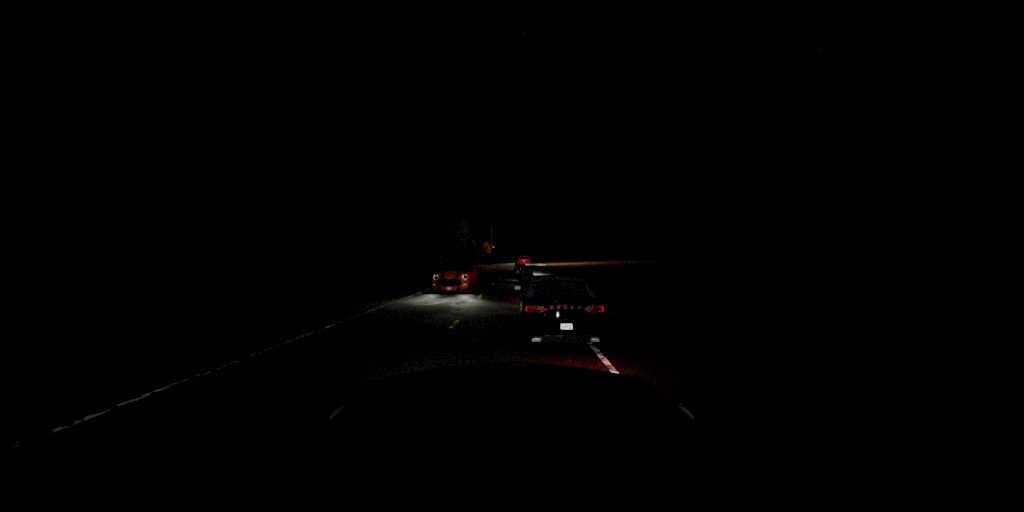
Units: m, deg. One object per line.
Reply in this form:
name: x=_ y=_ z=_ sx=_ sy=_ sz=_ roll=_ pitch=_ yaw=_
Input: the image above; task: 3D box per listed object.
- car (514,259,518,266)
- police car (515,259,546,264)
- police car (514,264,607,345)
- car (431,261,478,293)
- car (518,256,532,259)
car: x=1.298 y=1.344 z=46.787 sx=1.895 sy=1.301 sz=4.718 roll=0 pitch=0 yaw=4
police car: x=1.268 y=1.175 z=19.566 sx=1.930 sy=1.638 sz=5.238 roll=0 pitch=0 yaw=1
police car: x=1.098 y=1.175 z=9.601 sx=1.930 sy=1.638 sz=5.238 roll=0 pitch=0 yaw=1
car: x=-3.217 y=1.103 z=20.842 sx=2.097 sy=1.767 sz=4.553 roll=0 pitch=0 yaw=1
car: x=2.087 y=0.956 z=59.913 sx=2.150 sy=2.045 sz=5.566 roll=0 pitch=0 yaw=4
